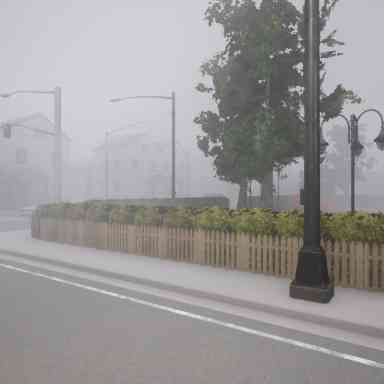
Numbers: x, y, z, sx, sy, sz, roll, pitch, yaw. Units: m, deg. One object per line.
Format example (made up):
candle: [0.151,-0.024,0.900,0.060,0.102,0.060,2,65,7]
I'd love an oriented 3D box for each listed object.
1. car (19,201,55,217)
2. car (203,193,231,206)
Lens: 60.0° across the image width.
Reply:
car: [-13.259,1.525,30.390,1.812,1.442,4.674,0,0,35]
car: [3.515,1.221,48.168,2.150,2.045,5.566,0,0,35]
